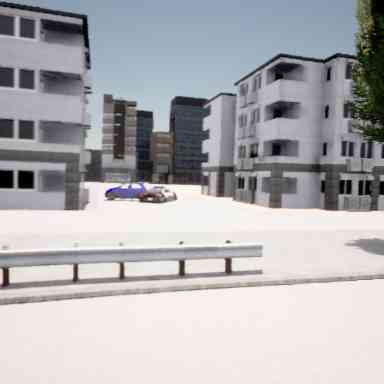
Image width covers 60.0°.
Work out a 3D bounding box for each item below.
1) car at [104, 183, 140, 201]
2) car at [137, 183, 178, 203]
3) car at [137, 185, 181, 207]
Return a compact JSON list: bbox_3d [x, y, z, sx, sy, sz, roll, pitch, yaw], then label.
[{"bbox_3d":[-5.405,-0.044,27.627,3.633,1.501,1.845,2,3,-4],"label":"car"},{"bbox_3d":[-2.636,0.117,28.008,1.853,1.218,4.536,3,3,14],"label":"car"},{"bbox_3d":[-2.628,0.272,28.065,2.038,1.542,4.974,3,3,14],"label":"car"}]
